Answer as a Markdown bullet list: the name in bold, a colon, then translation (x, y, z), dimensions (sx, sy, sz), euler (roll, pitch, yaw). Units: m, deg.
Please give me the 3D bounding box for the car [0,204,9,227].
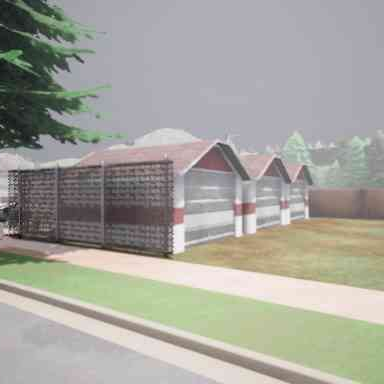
- **car**: translation (-11.492, 1.552, 22.949), dimensions (2.128, 1.511, 4.902), euler (0, 0, 34)
